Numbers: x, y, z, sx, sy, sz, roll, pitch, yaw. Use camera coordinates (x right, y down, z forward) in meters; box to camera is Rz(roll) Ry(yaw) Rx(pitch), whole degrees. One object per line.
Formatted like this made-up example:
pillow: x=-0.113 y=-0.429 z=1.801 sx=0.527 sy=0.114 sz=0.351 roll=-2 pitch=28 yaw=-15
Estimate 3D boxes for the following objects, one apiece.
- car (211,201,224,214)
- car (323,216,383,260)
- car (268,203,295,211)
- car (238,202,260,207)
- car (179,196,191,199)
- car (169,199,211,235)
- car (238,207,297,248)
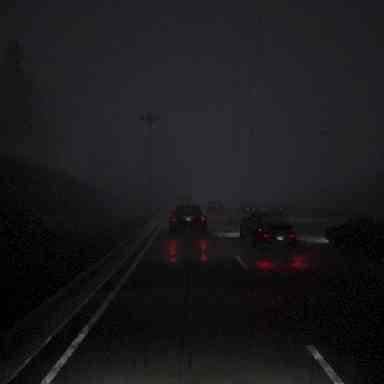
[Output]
car: x=2.738 y=1.811 z=40.056 sx=2.128 sy=1.511 sz=4.902 roll=0 pitch=0 yaw=-2
car: x=6.976 y=1.639 z=12.747 sx=2.033 sy=1.411 sz=5.357 roll=0 pitch=0 yaw=-2
car: x=9.820 y=1.883 z=37.055 sx=1.895 sy=1.301 sz=4.718 roll=0 pitch=0 yaw=-2
car: x=6.323 y=1.834 z=36.846 sx=2.033 sy=1.411 sz=5.357 roll=0 pitch=0 yaw=-2
car: x=-0.971 y=1.612 z=47.862 sx=2.150 sy=2.045 sz=5.566 roll=0 pitch=0 yaw=-2
car: x=-0.233 y=1.514 z=19.973 sx=2.097 sy=1.767 sz=4.553 roll=0 pitch=-1 yaw=-1
car: x=3.399 y=1.644 z=15.339 sx=1.812 sy=1.442 sz=4.674 roll=0 pitch=0 yaw=-1
